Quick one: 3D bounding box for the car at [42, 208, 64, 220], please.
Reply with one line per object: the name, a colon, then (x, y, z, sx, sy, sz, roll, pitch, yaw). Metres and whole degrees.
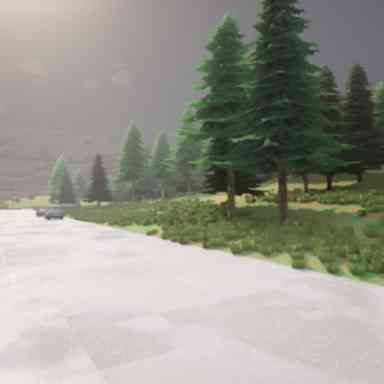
car: (-18.149, 2.928, 43.766, 1.994, 1.385, 4.181, 0, -1, -30)

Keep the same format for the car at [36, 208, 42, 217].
car: (-23.709, 3.214, 53.168, 2.033, 1.411, 5.357, 0, -2, -30)
